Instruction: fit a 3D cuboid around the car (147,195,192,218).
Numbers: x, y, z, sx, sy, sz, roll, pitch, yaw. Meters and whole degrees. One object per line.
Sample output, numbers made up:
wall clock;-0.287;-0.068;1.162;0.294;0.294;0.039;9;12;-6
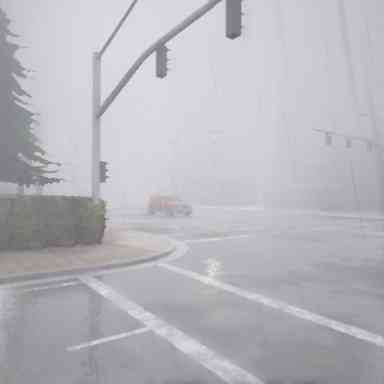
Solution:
car;-2.244;1.321;31.861;2.150;2.045;5.566;0;0;-36

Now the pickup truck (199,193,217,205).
pickup truck;2.799;1.279;59.289;2.390;2.098;6.274;0;0;-6
